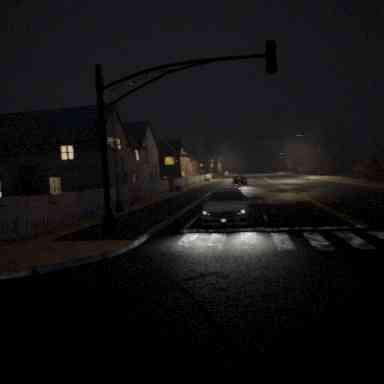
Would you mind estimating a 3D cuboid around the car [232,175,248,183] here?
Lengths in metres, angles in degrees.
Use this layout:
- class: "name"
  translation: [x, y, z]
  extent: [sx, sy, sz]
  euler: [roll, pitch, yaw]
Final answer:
- class: "car"
  translation: [6.488, -1.573, 45.098]
  extent: [2.128, 1.511, 4.902]
  euler: [-2, 4, 9]

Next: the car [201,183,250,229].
- class: "car"
  translation: [1.497, 0.582, 14.313]
  extent: [1.812, 1.442, 4.674]
  euler: [-2, 4, 9]
